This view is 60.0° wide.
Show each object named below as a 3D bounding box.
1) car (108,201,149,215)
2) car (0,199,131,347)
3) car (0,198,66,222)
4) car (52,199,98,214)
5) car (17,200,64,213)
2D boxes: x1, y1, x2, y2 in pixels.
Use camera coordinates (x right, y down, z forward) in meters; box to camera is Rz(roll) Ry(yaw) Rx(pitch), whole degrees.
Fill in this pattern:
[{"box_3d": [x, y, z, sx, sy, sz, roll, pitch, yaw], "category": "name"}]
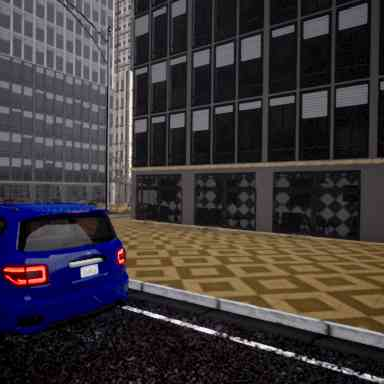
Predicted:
[{"box_3d": [-7.308, 1.827, 38.711, 1.752, 1.417, 4.829, 1, 0, 36], "category": "car"}, {"box_3d": [-3.659, 1.218, 6.292, 5.566, 2.045, 2.150, 0, 0, 35], "category": "car"}, {"box_3d": [-14.106, 1.516, 29.500, 2.192, 1.841, 5.009, 1, 0, 36], "category": "car"}, {"box_3d": [-13.836, 1.673, 39.607, 2.128, 1.511, 4.902, 1, 0, 36], "category": "car"}, {"box_3d": [-17.603, 1.639, 38.874, 1.752, 1.417, 4.829, 1, 0, 36], "category": "car"}]
